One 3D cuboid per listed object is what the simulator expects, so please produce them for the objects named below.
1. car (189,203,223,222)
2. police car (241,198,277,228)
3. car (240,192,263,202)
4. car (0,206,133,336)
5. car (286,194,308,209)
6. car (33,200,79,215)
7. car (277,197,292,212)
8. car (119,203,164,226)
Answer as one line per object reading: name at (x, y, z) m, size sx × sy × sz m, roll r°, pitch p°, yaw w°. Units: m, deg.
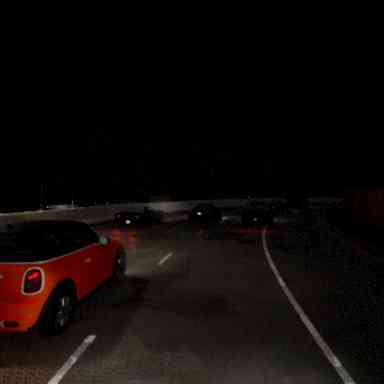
car at (1.173, 1.617, 27.097) m, size 1.994 × 1.385 × 4.181 m, roll 0°, pitch 0°, yaw 18°
police car at (4.599, 1.483, 22.985) m, size 1.930 × 1.638 × 5.238 m, roll 0°, pitch 0°, yaw 16°
car at (13.214, 1.108, 73.607) m, size 2.150 × 2.045 × 5.566 m, roll 0°, pitch 0°, yaw 44°
car at (-2.914, 1.354, 6.921) m, size 2.097 × 1.767 × 4.553 m, roll 0°, pitch 0°, yaw 5°
car at (15.451, 1.365, 49.251) m, size 2.150 × 2.045 × 5.566 m, roll 0°, pitch 0°, yaw 35°
car at (-14.554, 1.614, 35.832) m, size 1.895 × 1.301 × 4.718 m, roll 0°, pitch 0°, yaw 20°
car at (10.438, 1.674, 40.667) m, size 1.994 × 1.385 × 4.181 m, roll 0°, pitch 0°, yaw 31°
car at (-3.541, 1.631, 23.616) m, size 1.895 × 1.301 × 4.718 m, roll 0°, pitch 0°, yaw 15°
